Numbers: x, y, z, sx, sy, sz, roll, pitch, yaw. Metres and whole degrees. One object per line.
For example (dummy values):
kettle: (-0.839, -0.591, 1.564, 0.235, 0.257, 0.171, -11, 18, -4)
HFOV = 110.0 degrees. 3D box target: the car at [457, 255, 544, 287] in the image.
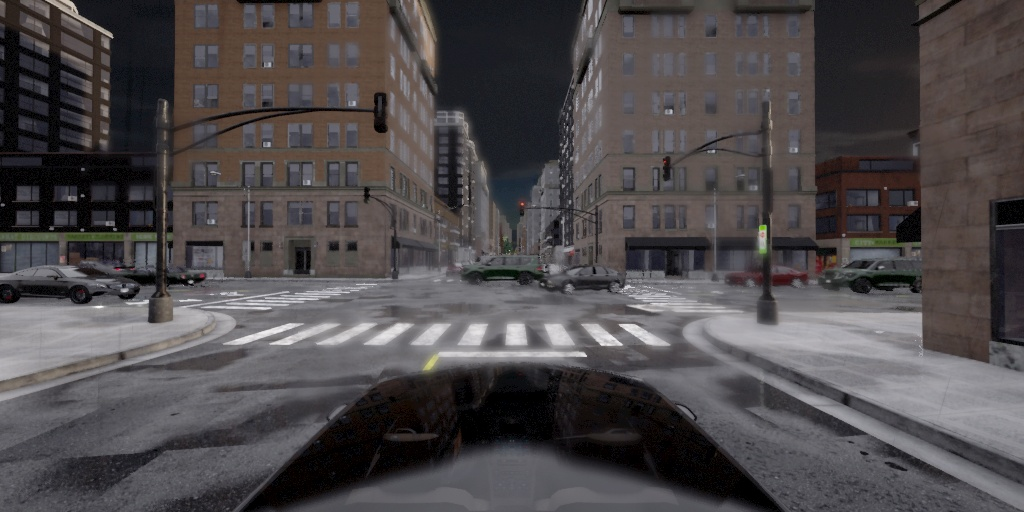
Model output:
car: (-0.624, 0.973, 24.310, 5.566, 2.045, 2.150, 0, 0, 0)

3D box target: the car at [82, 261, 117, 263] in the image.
car: (-28.698, 1.091, 24.497, 4.902, 1.511, 2.128, 1, -1, 0)

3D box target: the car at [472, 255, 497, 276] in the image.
car: (-2.787, 0.976, 37.804, 2.150, 2.045, 5.566, 0, 0, 1)

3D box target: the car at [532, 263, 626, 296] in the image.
car: (3.806, 1.265, 19.323, 4.892, 1.490, 1.837, 1, -2, -23)

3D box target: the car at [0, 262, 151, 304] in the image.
car: (-17.929, 1.106, 14.483, 4.674, 1.442, 1.812, 0, -1, 1)

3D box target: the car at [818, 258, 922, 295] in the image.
car: (21.254, 1.142, 20.938, 5.566, 2.045, 2.150, 0, -1, 0)

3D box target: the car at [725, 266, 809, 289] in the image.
car: (17.105, 1.402, 24.216, 5.008, 1.535, 1.882, 0, -1, 0)

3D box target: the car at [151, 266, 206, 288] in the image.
car: (-21.152, 1.224, 21.198, 4.718, 1.301, 1.895, 0, -1, 0)

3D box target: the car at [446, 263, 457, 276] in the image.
car: (-5.563, 1.336, 36.297, 1.802, 1.307, 4.207, 0, 0, 1)
